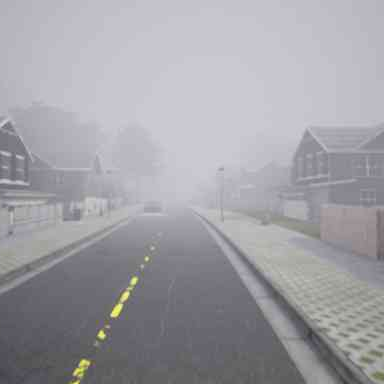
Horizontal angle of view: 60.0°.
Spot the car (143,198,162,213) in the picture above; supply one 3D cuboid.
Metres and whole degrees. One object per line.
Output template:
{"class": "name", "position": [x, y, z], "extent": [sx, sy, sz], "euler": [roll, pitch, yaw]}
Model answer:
{"class": "car", "position": [-4.398, 1.683, 37.850], "extent": [1.994, 1.385, 4.181], "euler": [0, 0, -4]}
